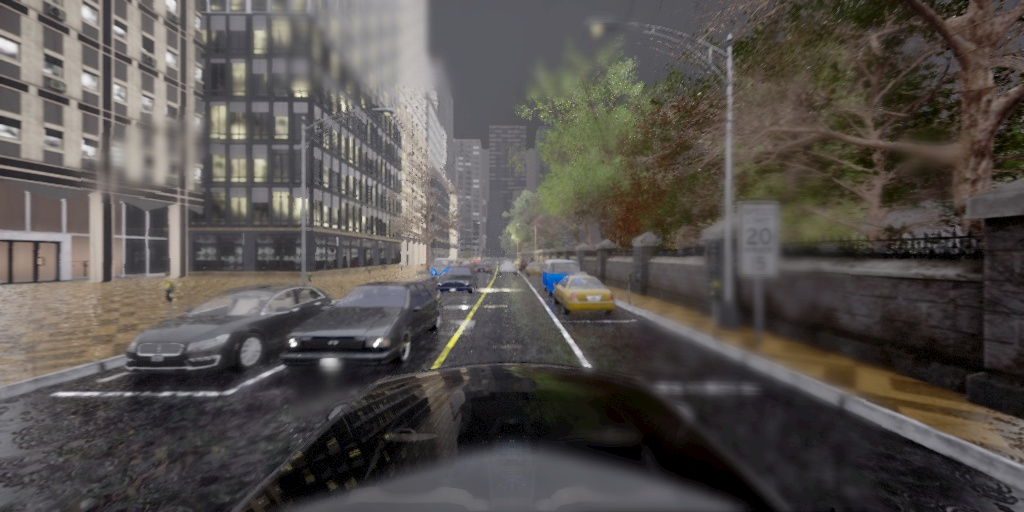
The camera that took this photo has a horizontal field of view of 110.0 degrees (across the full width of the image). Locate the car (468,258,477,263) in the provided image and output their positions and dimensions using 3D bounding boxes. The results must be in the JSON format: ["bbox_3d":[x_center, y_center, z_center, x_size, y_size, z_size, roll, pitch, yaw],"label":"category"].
[{"bbox_3d":[-5.944,1.269,46.384,1.888,1.381,4.507,0,0,-1],"label":"car"}]

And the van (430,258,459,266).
[{"bbox_3d":[-5.643,1.078,29.744,1.690,1.789,3.998,0,0,-1],"label":"van"}]

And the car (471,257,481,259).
[{"bbox_3d":[-6.392,1.022,63.023,2.192,1.841,5.009,0,0,-2],"label":"car"}]

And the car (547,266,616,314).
[{"bbox_3d":[2.540,1.271,13.487,1.751,1.417,4.829,0,0,0],"label":"car"}]

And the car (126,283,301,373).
[{"bbox_3d":[-5.318,1.299,7.561,2.007,1.370,4.403,0,0,0],"label":"car"}]

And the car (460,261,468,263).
[{"bbox_3d":[-5.727,1.279,35.290,1.888,1.381,4.507,0,0,-1],"label":"car"}]

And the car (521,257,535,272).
[{"bbox_3d":[2.078,1.037,46.589,2.192,1.841,5.009,0,0,-1],"label":"car"}]

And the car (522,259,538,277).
[{"bbox_3d":[2.293,1.257,35.664,1.751,1.417,4.829,0,0,-1],"label":"car"}]

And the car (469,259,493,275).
[{"bbox_3d":[-3.116,1.295,38.656,1.994,1.385,4.181,0,0,-1],"label":"car"}]

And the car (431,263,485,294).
[{"bbox_3d":[-2.929,1.290,20.413,2.033,1.411,5.357,0,0,0],"label":"car"}]

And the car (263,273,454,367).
[{"bbox_3d":[-2.860,1.295,8.314,2.033,1.411,5.357,0,0,0],"label":"car"}]

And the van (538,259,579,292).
[{"bbox_3d":[2.503,1.083,18.862,1.690,1.789,3.998,0,0,0],"label":"van"}]

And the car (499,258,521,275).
[{"bbox_3d":[-0.310,1.256,37.862,1.812,1.442,4.674,0,0,-1],"label":"car"}]
